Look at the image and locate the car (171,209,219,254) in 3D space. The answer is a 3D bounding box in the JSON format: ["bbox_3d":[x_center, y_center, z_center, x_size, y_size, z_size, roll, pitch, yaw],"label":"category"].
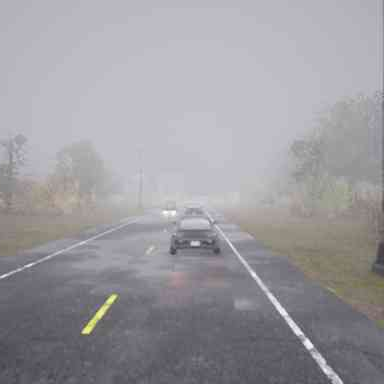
[{"bbox_3d":[0.120,1.682,14.148,1.812,1.442,4.674,0,0,0],"label":"car"}]

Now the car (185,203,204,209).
[{"bbox_3d":[0.217,1.904,34.272,1.812,1.442,4.674,0,0,0],"label":"car"}]

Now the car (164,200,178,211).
[{"bbox_3d":[-3.253,2.062,51.439,2.128,1.511,4.902,0,-1,1],"label":"car"}]
